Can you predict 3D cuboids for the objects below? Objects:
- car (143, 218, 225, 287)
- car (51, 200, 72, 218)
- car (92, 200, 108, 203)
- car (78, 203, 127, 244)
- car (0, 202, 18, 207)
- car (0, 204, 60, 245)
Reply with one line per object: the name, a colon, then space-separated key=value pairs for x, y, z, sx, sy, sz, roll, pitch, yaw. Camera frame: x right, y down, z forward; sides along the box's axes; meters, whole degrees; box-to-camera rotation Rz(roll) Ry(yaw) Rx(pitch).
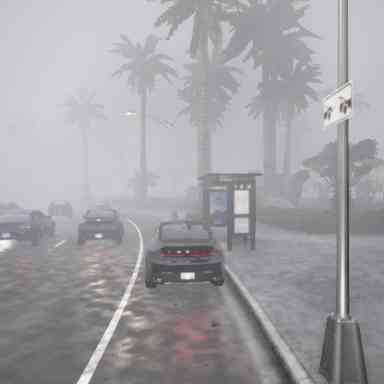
car: x=-0.298 y=1.504 z=9.355 sx=1.837 sy=1.490 sz=4.892 roll=0 pitch=0 yaw=-5
car: x=-11.956 y=1.470 z=30.135 sx=1.882 sy=1.535 sz=5.008 roll=0 pitch=0 yaw=-22
car: x=-8.665 y=1.520 z=31.337 sx=1.812 sy=1.442 sz=4.674 roll=0 pitch=0 yaw=-22
car: x=-4.200 y=1.505 z=15.820 sx=1.837 sy=1.490 sz=4.892 roll=0 pitch=0 yaw=-10
car: x=-13.233 y=1.484 z=23.345 sx=2.128 sy=1.511 sz=4.902 roll=0 pitch=0 yaw=-17
car: x=-7.666 y=1.521 z=15.309 sx=1.812 sy=1.442 sz=4.674 roll=0 pitch=0 yaw=-10
